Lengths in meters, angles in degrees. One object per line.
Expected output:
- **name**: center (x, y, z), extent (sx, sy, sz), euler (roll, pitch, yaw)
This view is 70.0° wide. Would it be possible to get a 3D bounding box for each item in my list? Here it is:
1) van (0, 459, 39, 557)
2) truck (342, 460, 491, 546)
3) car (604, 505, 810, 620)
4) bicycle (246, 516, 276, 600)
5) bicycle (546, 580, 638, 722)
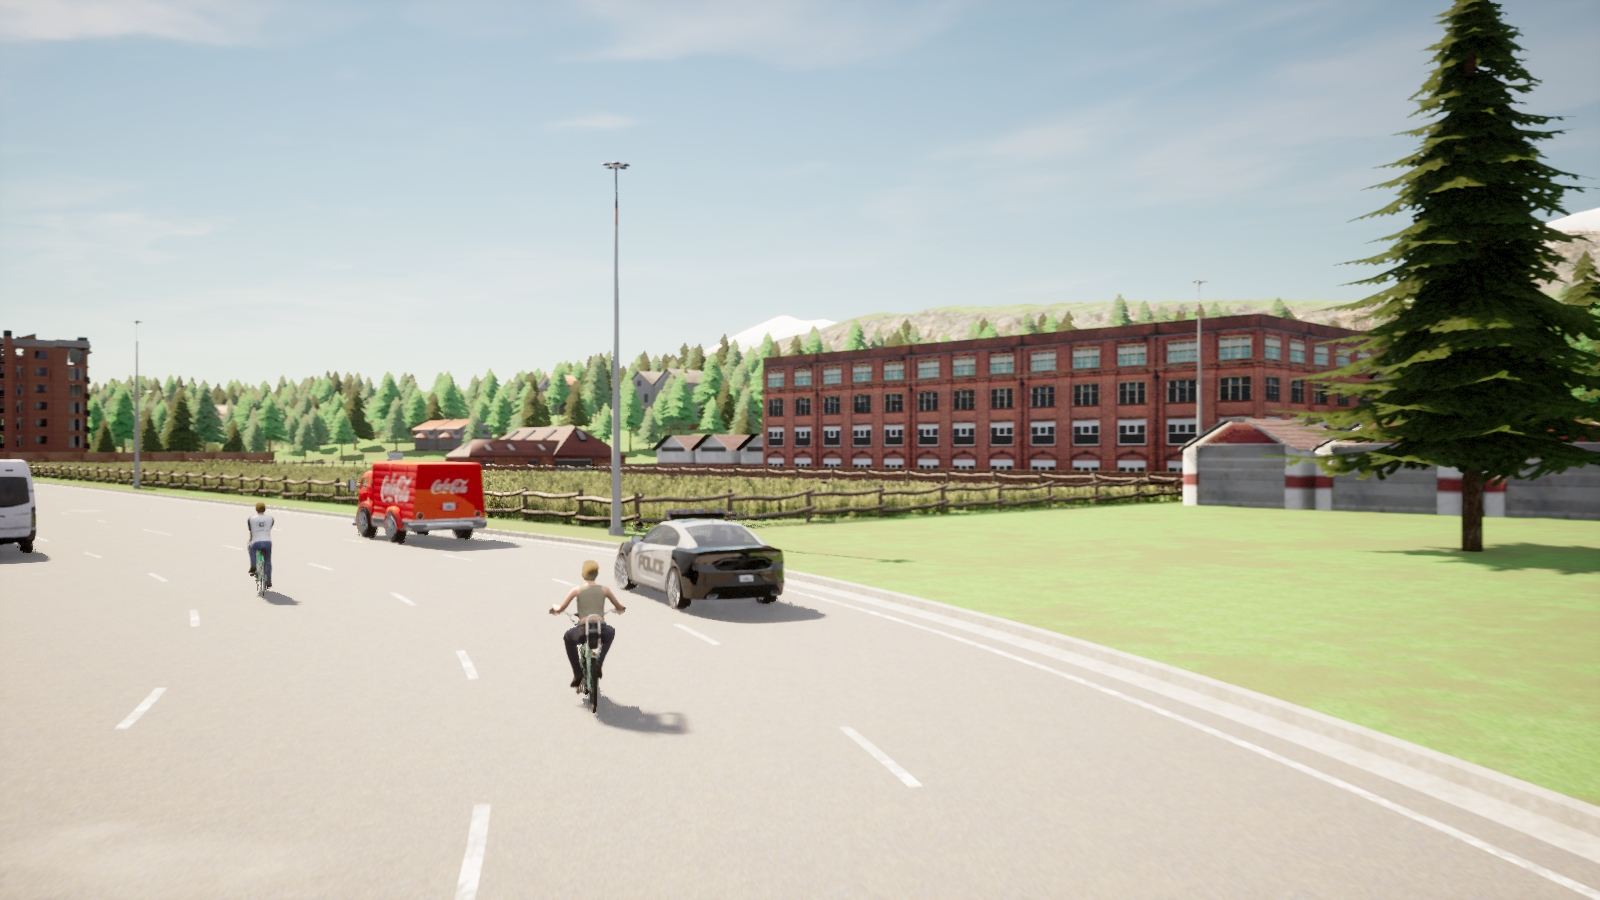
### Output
- **van**: center (-23.184, 1.551, 32.334), extent (1.988, 2.561, 5.915), euler (0, 0, -41)
- **truck**: center (-12.207, 1.585, 36.147), extent (2.627, 2.467, 5.204), euler (0, 0, -42)
- **car**: center (-1.935, 1.991, 21.638), extent (2.097, 1.638, 5.238), euler (0, 0, -26)
- **bicycle**: center (-10.476, 2.067, 22.194), extent (0.373, 1.496, 1.643), euler (-1, 0, -30)
- **bicycle**: center (-2.317, 2.164, 12.579), extent (0.859, 1.276, 1.487), euler (0, 0, -16)
